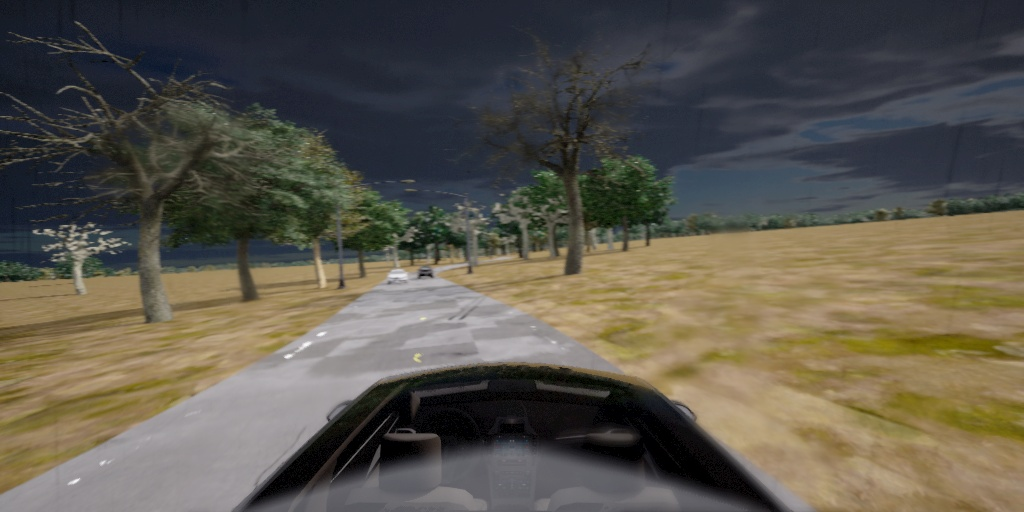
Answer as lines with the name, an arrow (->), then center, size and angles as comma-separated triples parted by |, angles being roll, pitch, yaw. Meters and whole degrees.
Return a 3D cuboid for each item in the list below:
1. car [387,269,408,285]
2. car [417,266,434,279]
car -> -11.928, 2.144, 37.484 | 1.812, 1.442, 4.674 | -2, 0, -16
car -> -11.384, 2.169, 47.138 | 1.837, 1.490, 4.892 | -3, 0, -16
